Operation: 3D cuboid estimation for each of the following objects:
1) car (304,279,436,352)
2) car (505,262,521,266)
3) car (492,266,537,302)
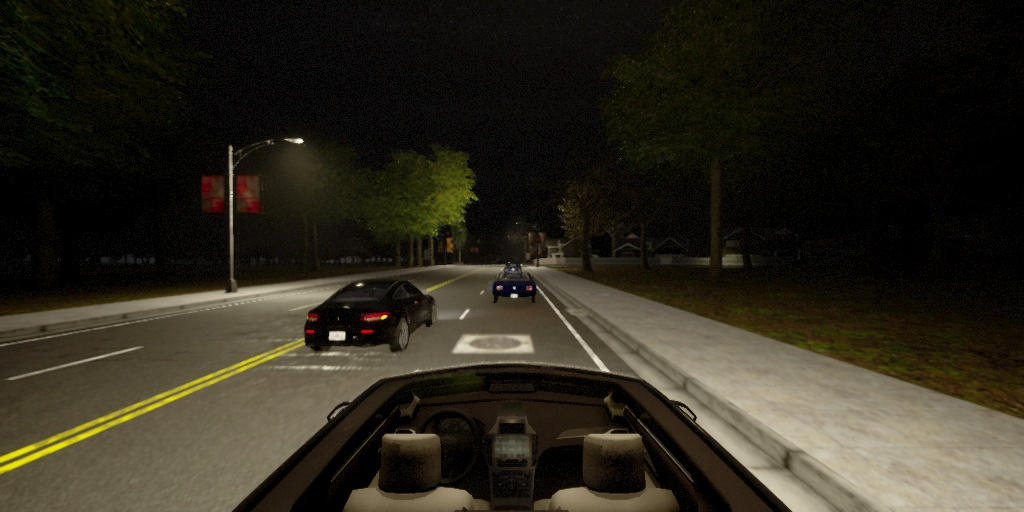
[{"bbox_3d":[-3.150,1.273,8.764,1.812,1.442,4.674,0,0,0],"label":"car"},{"bbox_3d":[0.102,1.308,35.310,2.033,1.411,5.357,0,0,0],"label":"car"},{"bbox_3d":[0.100,1.347,16.885,1.895,1.301,4.718,0,0,0],"label":"car"}]
